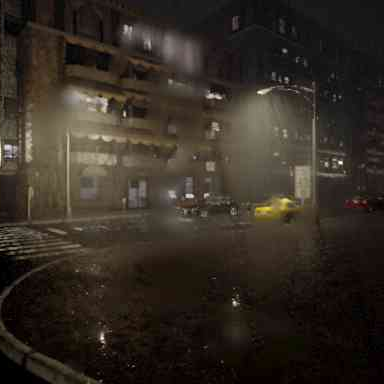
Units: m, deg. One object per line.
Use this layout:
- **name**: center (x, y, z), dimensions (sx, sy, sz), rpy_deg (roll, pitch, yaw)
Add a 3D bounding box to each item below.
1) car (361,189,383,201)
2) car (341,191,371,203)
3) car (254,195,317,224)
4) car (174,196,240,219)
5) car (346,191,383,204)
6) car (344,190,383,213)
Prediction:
- **car**: center (26.225, 0.377, 47.833), dimensions (4.097, 1.590, 1.967), rpy_deg (-1, 2, -39)
- **car**: center (21.927, 0.585, 44.341), dimensions (4.507, 1.381, 1.887), rpy_deg (-1, 2, -39)
- **car**: center (5.891, 1.075, 20.508), dimensions (4.829, 1.417, 1.752), rpy_deg (-1, 2, -39)
- **car**: center (1.395, 1.071, 24.330), dimensions (4.892, 1.490, 1.837), rpy_deg (-2, 1, -39)
- **car**: center (20.917, 0.654, 40.118), dimensions (5.357, 1.411, 2.033), rpy_deg (-1, 1, -39)
- **car**: center (14.357, 0.791, 27.386), dimensions (4.097, 1.590, 1.967), rpy_deg (-1, 2, -39)
